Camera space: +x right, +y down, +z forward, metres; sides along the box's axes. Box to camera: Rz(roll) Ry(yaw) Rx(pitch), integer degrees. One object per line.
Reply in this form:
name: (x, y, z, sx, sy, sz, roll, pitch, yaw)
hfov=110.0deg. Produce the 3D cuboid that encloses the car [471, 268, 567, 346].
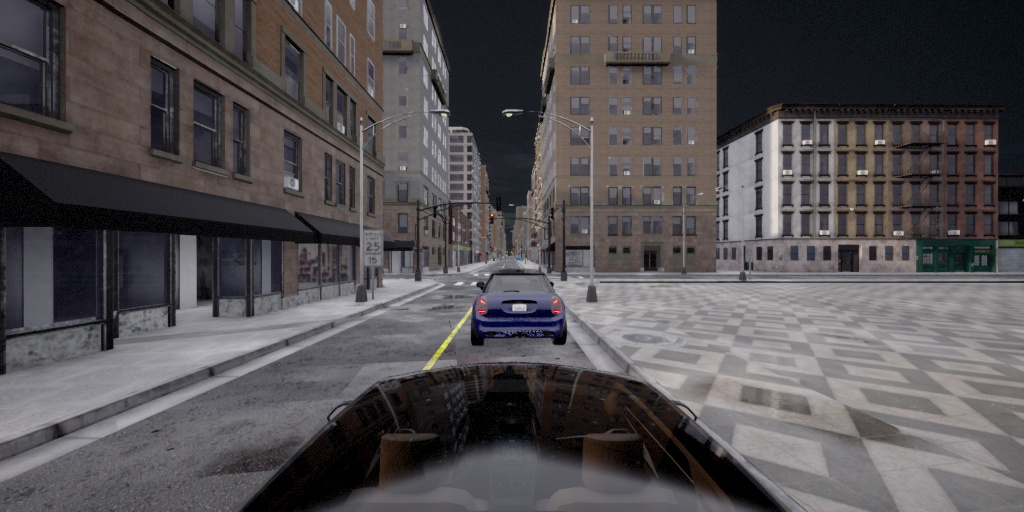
car: (0.101, 1.102, 9.622, 2.097, 1.767, 4.553, 0, 0, -1)
